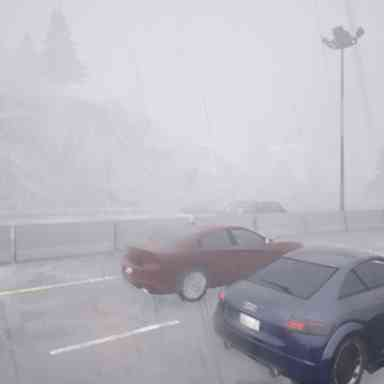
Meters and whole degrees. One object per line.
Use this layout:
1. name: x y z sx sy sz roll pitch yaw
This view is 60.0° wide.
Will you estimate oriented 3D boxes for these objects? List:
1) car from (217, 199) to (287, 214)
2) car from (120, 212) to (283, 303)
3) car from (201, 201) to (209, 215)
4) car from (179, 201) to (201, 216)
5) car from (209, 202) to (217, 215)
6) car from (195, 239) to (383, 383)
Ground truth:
1. car: 4.377 1.394 22.974 4.553 1.767 2.097 0 0 -29
2. car: 0.728 1.490 8.326 5.008 1.535 1.882 0 0 -34
3. car: 3.523 1.576 30.498 4.674 1.442 1.812 0 0 -28
4. car: 0.857 1.612 33.012 4.181 1.385 1.994 0 0 -28
5. car: 4.106 1.398 26.820 4.553 1.767 2.097 0 0 -28
6. car: 2.372 1.576 5.211 4.181 1.385 1.994 0 0 -34
